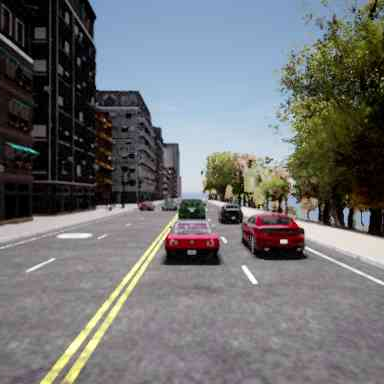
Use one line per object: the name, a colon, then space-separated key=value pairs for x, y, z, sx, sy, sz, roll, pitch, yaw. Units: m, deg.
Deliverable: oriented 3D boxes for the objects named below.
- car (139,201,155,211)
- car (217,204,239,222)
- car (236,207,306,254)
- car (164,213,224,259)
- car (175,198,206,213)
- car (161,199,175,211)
car: x=-6.520 y=2.065 z=48.505 sx=1.994 sy=1.385 sz=4.181 roll=0 pitch=-1 yaw=0
car: x=3.268 y=1.797 z=28.484 sx=1.837 sy=1.490 sz=4.892 roll=0 pitch=0 yaw=0
car: x=3.275 y=1.621 z=14.238 sx=1.882 sy=1.535 sz=5.008 roll=0 pitch=0 yaw=0
car: x=0.015 y=1.735 z=13.226 sx=1.895 sy=1.301 sz=4.718 roll=0 pitch=-1 yaw=0
car: x=0.010 y=1.505 z=27.592 sx=2.150 sy=2.045 sz=5.566 roll=0 pitch=0 yaw=0
car: x=-3.269 y=1.853 z=48.617 sx=2.097 sy=1.767 sz=4.553 roll=0 pitch=0 yaw=0
